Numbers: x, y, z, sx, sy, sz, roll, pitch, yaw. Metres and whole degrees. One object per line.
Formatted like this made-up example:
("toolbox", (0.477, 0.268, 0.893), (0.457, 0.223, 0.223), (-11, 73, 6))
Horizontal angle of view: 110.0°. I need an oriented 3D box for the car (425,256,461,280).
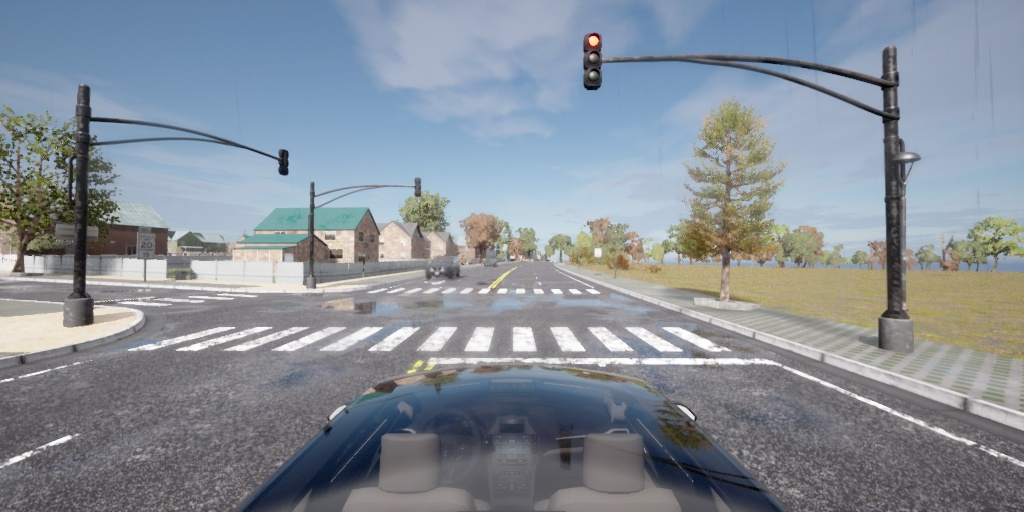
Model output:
("car", (-5.921, 1.032, 31.491), (2.150, 2.045, 5.566), (0, 0, 2))
